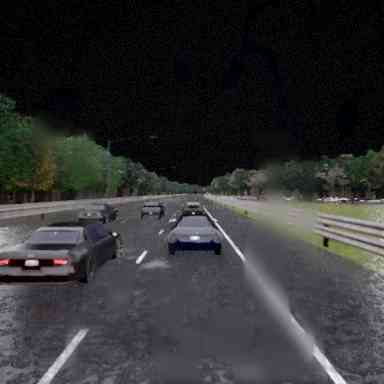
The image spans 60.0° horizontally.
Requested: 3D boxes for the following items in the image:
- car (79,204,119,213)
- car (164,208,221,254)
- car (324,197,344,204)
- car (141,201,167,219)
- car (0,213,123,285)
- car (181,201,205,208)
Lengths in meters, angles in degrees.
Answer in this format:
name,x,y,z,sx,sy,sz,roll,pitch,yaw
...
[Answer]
name,x,y,z,sx,sy,sz,roll,pitch,yaw
car,-6.893,1.581,24.899,2.033,1.411,5.357,0,0,0
car,0.103,1.580,13.634,1.994,1.385,4.181,0,0,0
car,33.444,1.883,78.053,1.882,1.535,5.008,0,0,-31
car,-3.394,1.534,29.847,2.128,1.511,4.902,0,0,0
car,-3.397,1.557,9.566,2.033,1.411,5.357,0,0,0
car,0.105,1.548,29.986,1.837,1.490,4.892,0,0,0
